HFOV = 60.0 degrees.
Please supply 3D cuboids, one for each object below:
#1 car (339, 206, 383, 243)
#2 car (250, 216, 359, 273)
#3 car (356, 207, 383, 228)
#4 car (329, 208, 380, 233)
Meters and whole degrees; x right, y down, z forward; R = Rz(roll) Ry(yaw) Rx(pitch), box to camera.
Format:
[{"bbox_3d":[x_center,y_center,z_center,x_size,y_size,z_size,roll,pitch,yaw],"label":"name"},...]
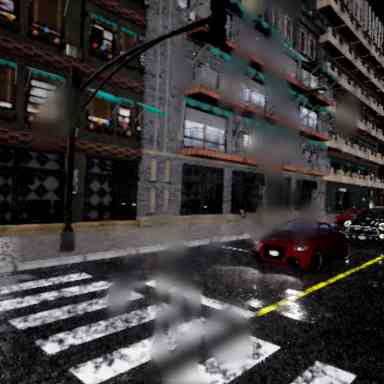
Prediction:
[{"bbox_3d":[9.669,1.638,17.514,2.097,1.767,4.553,2,0,43],"label":"car"},{"bbox_3d":[3.783,1.664,11.241,1.994,1.385,4.181,2,0,43],"label":"car"},{"bbox_3d":[15.152,1.974,27.145,1.752,1.417,4.829,3,1,43],"label":"car"},{"bbox_3d":[11.397,1.873,23.139,1.887,1.381,4.507,3,1,43],"label":"car"}]
